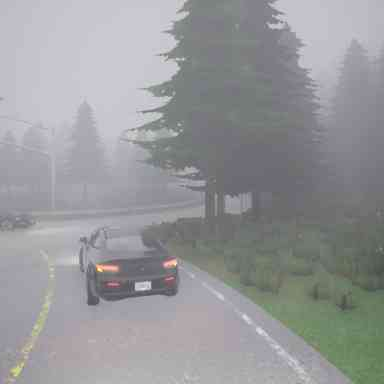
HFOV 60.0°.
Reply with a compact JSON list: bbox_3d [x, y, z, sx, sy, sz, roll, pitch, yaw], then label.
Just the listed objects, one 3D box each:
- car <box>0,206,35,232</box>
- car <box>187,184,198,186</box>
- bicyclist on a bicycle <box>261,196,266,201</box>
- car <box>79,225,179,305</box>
[{"bbox_3d":[-11.833,1.509,19.546,4.892,1.490,1.837,0,2,0],"label":"car"},{"bbox_3d":[0.063,-2.121,70.125,2.150,2.045,5.566,0,5,-1],"label":"car"},{"bbox_3d":[6.284,0.894,30.423,1.656,1.620,0.582,-13,-4,35],"label":"bicyclist on a bicycle"},{"bbox_3d":[-1.691,1.526,8.139,1.812,1.442,4.674,0,0,-21],"label":"car"}]
